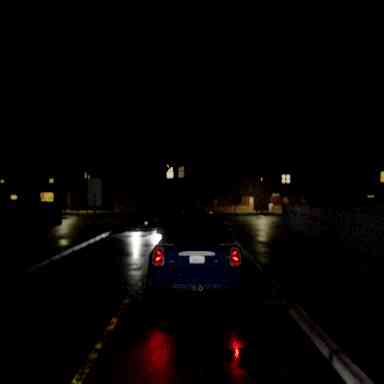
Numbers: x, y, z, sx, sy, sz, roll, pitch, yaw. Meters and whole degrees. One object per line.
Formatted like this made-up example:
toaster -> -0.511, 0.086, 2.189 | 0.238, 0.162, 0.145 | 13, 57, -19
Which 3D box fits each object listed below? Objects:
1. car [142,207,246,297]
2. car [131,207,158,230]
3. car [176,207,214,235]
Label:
car -> 0.100, 1.404, 8.880 | 2.097, 1.767, 4.553 | 0, 0, 0
car -> -2.747, 1.698, 21.933 | 1.994, 1.385, 4.181 | 0, 0, 0
car -> 0.317, 1.687, 20.454 | 1.994, 1.385, 4.181 | 0, 0, 6
